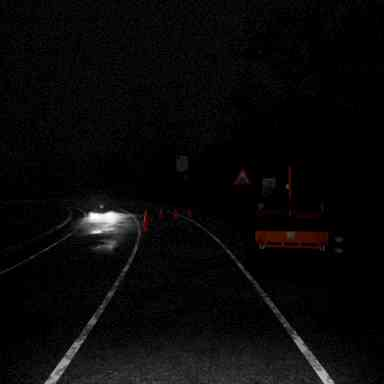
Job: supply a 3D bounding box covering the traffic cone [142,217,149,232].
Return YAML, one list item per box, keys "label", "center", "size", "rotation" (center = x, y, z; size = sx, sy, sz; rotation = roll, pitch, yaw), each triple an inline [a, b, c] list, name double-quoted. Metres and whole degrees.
- label: "traffic cone"
  center: [-2.315, 1.652, 16.456]
  size: [0.340, 0.580, 0.340]
  rotation: [-1, 2, -7]

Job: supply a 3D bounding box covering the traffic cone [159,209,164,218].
- label: "traffic cone"
  center: [-2.074, 1.457, 22.520]
  size: [0.340, 0.580, 0.340]
  rotation: [-1, 2, -6]

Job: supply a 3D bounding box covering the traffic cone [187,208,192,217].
- label: "traffic cone"
  center: [-0.152, 1.407, 22.840]
  size: [0.340, 0.580, 0.340]
  rotation: [-1, 2, -2]

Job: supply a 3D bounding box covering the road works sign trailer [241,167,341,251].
- label: "road works sign trailer"
  center: [2.903, 0.638, 9.864]
  size: [2.380, 2.880, 3.560]
  rotation: [-1, 2, 17]

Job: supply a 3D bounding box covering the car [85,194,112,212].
- label: "car"
  center: [-8.450, 0.929, 29.854]
  size: [2.128, 1.511, 4.902]
  rotation: [-3, 2, -23]

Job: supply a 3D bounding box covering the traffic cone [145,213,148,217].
- label: "traffic cone"
  center: [-2.565, 1.595, 18.438]
  size: [0.340, 0.580, 0.340]
  rotation: [-1, 2, -7]
